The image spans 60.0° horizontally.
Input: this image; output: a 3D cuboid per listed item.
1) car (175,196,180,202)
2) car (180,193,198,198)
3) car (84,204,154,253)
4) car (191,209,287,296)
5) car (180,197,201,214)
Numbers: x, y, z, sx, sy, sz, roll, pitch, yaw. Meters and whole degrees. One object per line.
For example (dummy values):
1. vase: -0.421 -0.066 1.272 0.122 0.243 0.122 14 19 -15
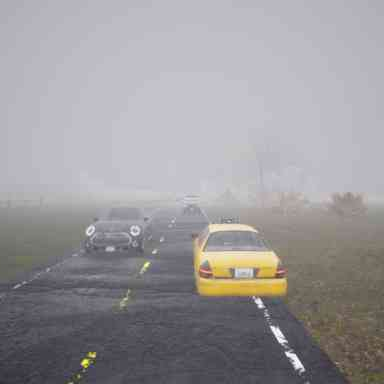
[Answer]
1. car: -2.941 1.596 76.628 1.895 1.301 4.718 0 0 0
2. car: -0.086 1.212 45.226 2.150 2.045 5.566 0 0 0
3. car: -2.782 1.349 13.549 2.097 1.767 4.553 0 0 0
4. car: 0.943 1.454 8.634 1.801 1.575 5.366 0 0 0
5. car: -0.009 1.518 34.900 1.812 1.442 4.674 0 0 0
